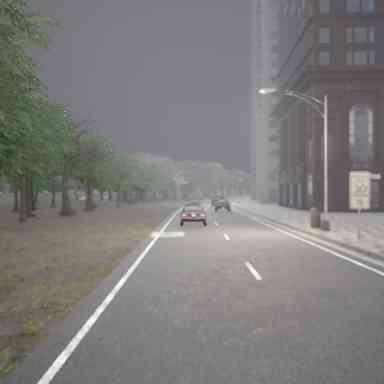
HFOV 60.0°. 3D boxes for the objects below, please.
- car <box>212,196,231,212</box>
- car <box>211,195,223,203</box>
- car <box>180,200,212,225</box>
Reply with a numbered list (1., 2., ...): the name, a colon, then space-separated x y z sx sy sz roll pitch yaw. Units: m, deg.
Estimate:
1. car: 3.761 1.630 41.412 1.837 1.490 4.892 0 0 2
2. car: 4.210 1.424 54.073 2.150 2.045 5.566 0 0 4
3. car: 0.093 1.585 24.345 2.033 1.411 5.357 0 0 0
